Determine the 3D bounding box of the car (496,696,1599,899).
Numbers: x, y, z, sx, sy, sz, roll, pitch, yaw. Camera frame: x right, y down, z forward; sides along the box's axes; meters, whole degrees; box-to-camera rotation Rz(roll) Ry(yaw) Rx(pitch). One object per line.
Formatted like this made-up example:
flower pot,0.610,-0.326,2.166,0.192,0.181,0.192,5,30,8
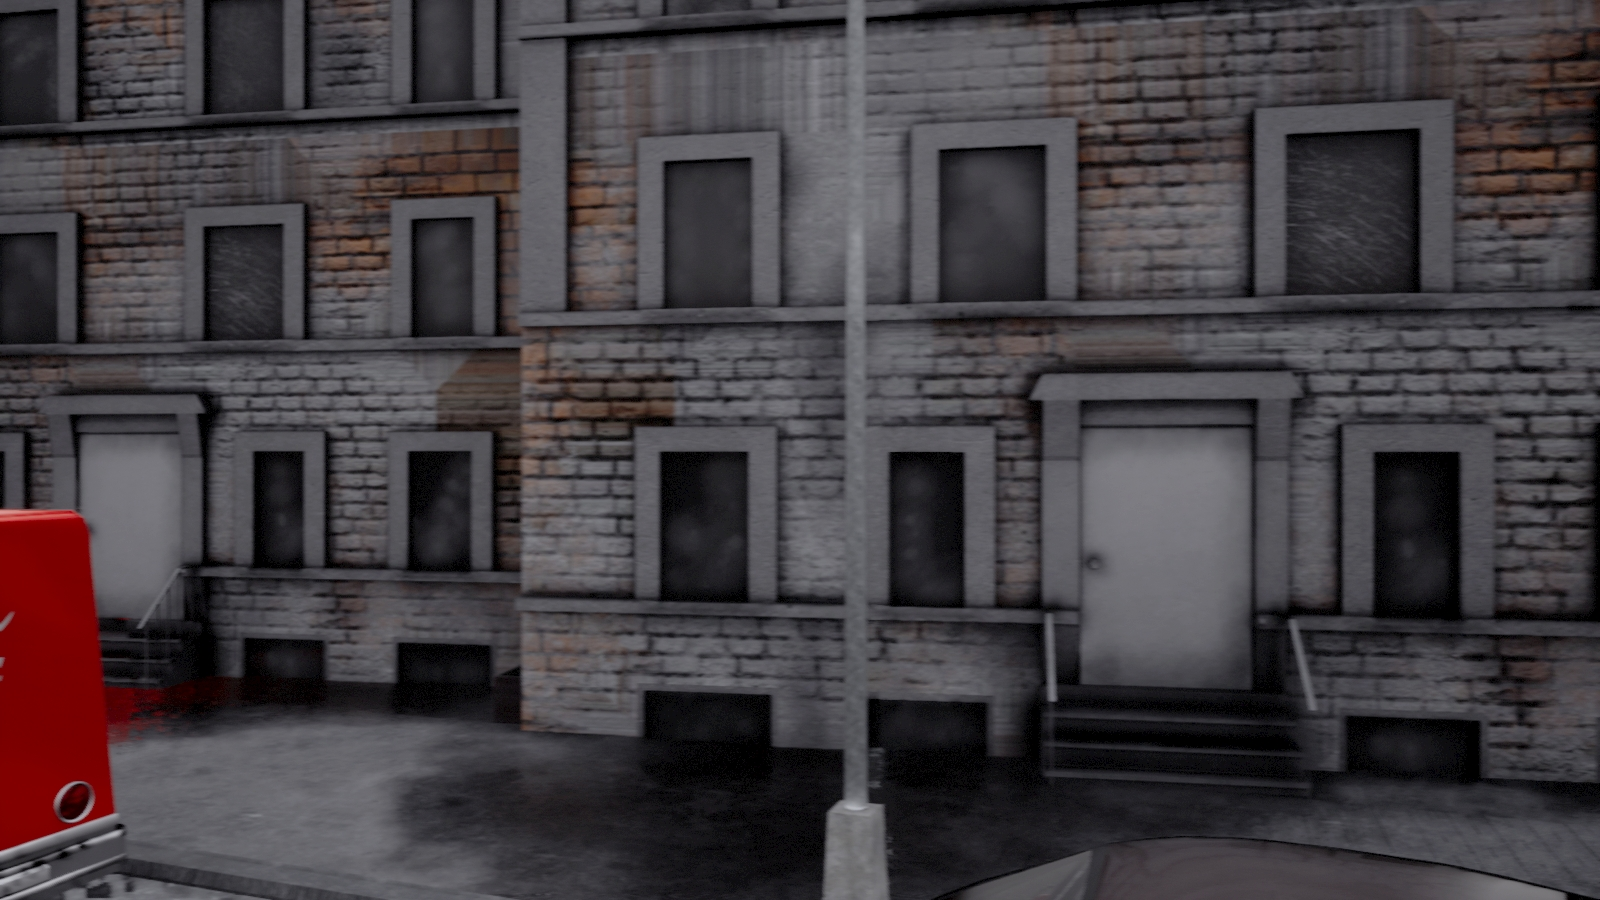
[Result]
car,1.222,1.806,3.315,3.705,1.549,1.789,0,0,19

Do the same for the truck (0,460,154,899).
truck,-6.540,1.334,6.055,5.204,2.467,2.627,-1,0,19
